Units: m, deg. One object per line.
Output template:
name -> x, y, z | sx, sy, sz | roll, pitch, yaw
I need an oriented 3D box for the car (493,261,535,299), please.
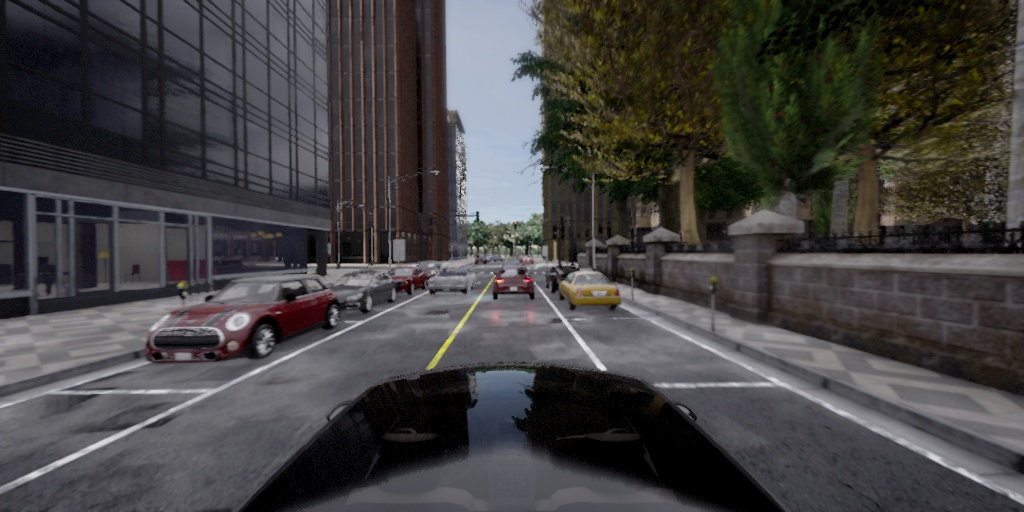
car -> 0.083, 1.154, 16.917 | 1.812, 1.442, 4.674 | -1, 0, 0

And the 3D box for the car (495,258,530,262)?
car -> 0.022, 1.096, 27.217 | 2.033, 1.411, 5.357 | -1, 0, 0

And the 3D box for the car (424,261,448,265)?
car -> -5.728, 1.073, 24.591 | 1.967, 1.591, 4.097 | 0, 0, 0

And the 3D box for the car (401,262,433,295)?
car -> -5.721, 1.221, 19.134 | 1.888, 1.381, 4.507 | 0, 0, 0

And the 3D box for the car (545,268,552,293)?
car -> 2.804, 1.146, 19.147 | 1.948, 1.339, 4.313 | 0, 0, 0

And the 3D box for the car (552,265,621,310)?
car -> 2.812, 1.149, 13.861 | 1.751, 1.417, 4.829 | 0, 0, 0

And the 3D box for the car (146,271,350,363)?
car -> -5.705, 1.202, 8.220 | 1.967, 1.591, 4.097 | 0, 0, 0

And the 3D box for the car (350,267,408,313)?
car -> -5.713, 1.270, 13.677 | 2.007, 1.370, 4.403 | 0, 0, 0

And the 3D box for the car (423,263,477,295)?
car -> -3.055, 1.249, 18.913 | 1.895, 1.301, 4.718 | -1, 0, 0

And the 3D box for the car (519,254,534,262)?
car -> 2.743, 0.692, 62.028 | 1.967, 1.591, 4.097 | 0, 0, 0
